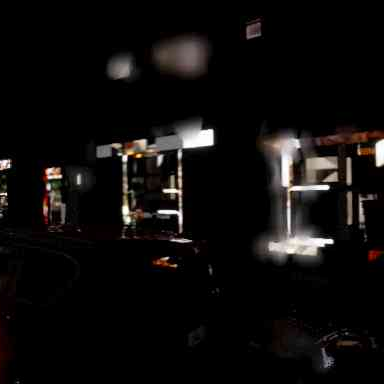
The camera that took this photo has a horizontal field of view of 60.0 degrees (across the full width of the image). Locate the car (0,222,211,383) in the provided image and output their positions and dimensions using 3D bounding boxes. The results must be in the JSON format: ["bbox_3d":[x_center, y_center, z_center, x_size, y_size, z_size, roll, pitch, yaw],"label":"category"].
[{"bbox_3d":[-1.902,1.322,4.248,5.009,1.841,2.192,0,-1,36],"label":"car"}]

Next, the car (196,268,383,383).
[{"bbox_3d":[2.703,1.313,0.961,5.009,1.841,2.192,0,-1,36],"label":"car"}]
